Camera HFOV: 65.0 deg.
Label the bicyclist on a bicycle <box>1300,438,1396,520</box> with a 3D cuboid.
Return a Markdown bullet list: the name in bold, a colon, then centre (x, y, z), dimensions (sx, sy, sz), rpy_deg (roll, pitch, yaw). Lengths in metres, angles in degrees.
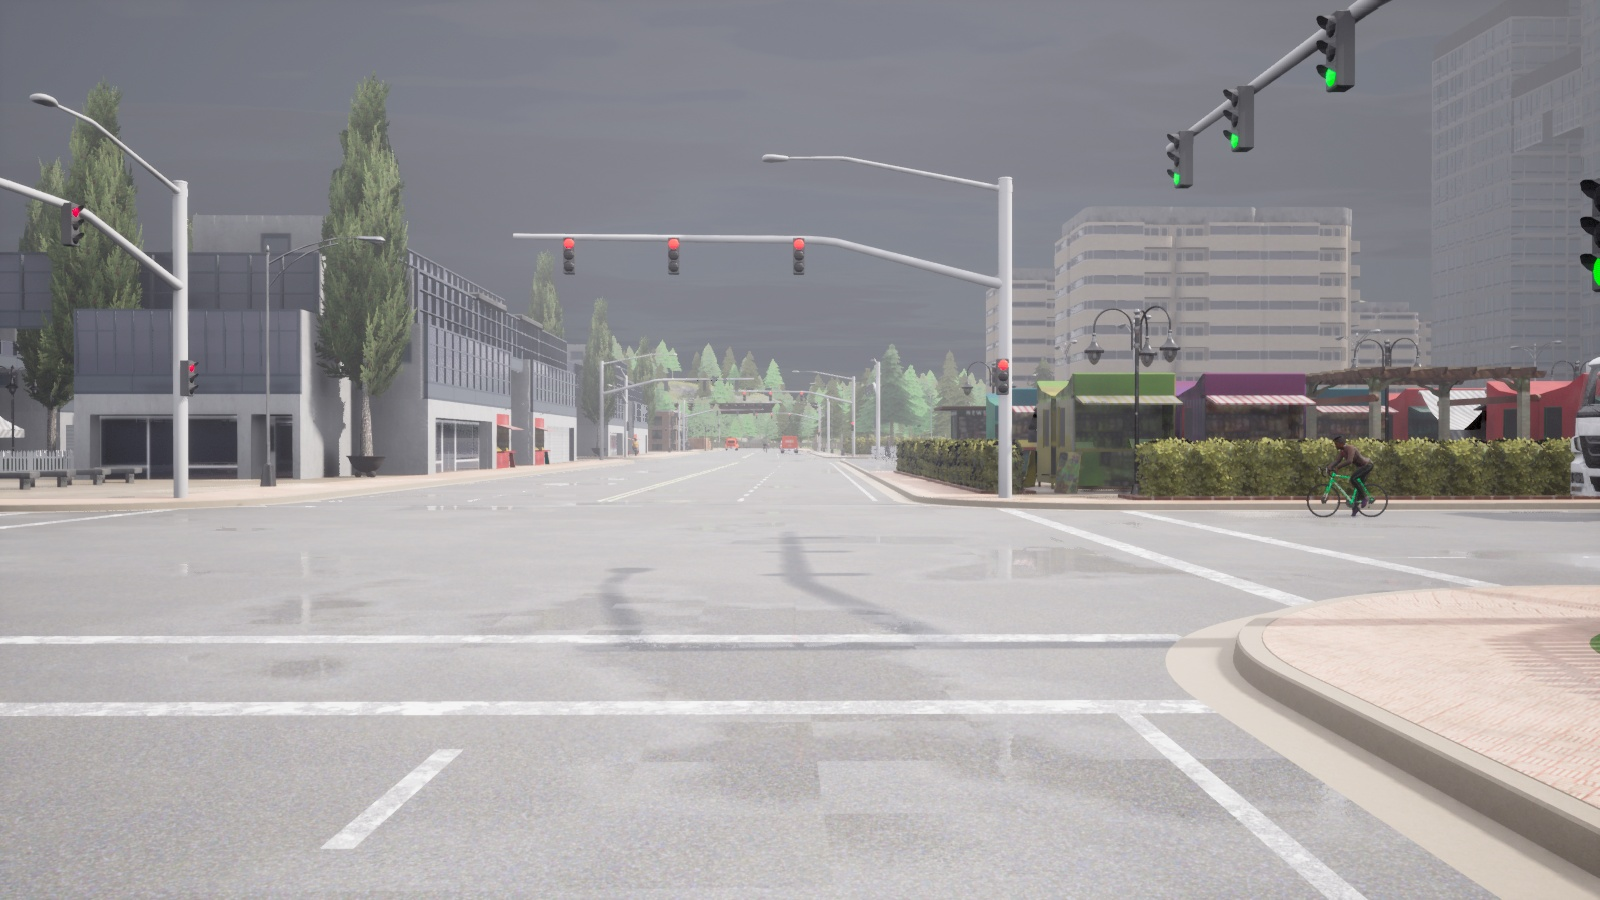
- **bicyclist on a bicycle**: centre (10.932, 0.567, 25.075), dimensions (1.656, 1.620, 0.582), rpy_deg (0, 0, -1)

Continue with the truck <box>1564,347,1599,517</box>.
- **truck**: centre (20.193, -0.362, 25.251), dimensions (7.936, 3.462, 2.891), rpy_deg (0, 0, -1)
